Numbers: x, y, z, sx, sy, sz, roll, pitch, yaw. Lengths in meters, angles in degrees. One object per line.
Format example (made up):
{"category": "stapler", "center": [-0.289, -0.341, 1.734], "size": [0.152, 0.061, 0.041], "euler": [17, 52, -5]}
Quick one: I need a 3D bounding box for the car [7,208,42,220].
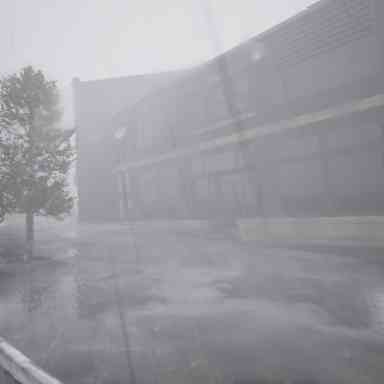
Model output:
{"category": "car", "center": [-18.816, 2.333, 37.933], "size": [2.033, 1.411, 5.357], "euler": [-4, -1, 2]}

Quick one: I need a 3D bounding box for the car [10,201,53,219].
{"category": "car", "center": [-21.679, 2.332, 45.228], "size": [2.435, 2.045, 5.566], "euler": [-4, -1, 9]}
